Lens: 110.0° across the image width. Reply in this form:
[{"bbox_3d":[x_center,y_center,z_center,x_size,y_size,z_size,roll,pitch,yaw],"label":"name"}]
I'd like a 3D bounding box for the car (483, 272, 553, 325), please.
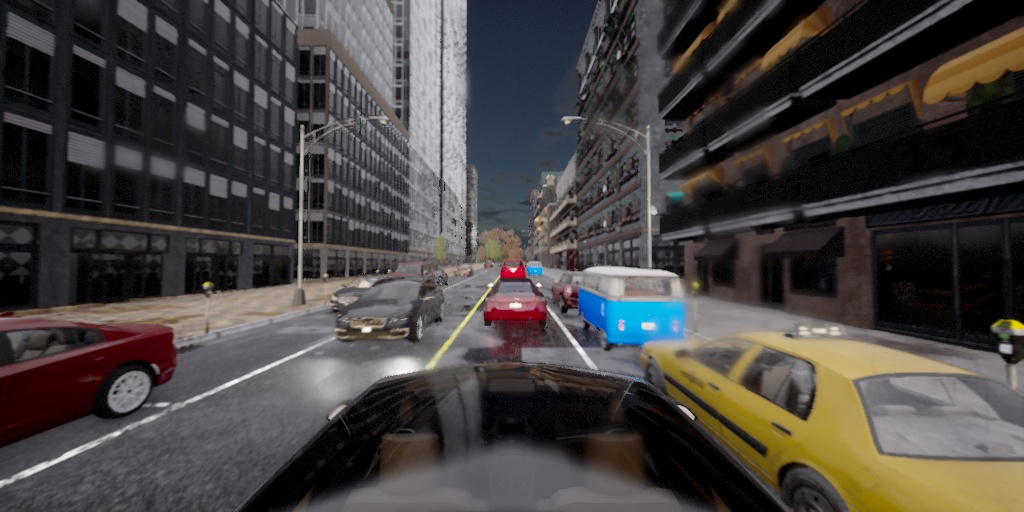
[{"bbox_3d":[0.098,1.433,12.424,1.994,1.385,4.181,0,-1,0],"label":"car"}]

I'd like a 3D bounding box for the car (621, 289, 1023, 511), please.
[{"bbox_3d":[2.690,1.293,3.441,1.751,1.417,4.829,0,0,0],"label":"car"}]

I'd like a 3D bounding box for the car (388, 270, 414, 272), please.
[{"bbox_3d":[-5.693,1.443,14.576,2.007,1.370,4.403,0,0,0],"label":"car"}]

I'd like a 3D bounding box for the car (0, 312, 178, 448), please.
[{"bbox_3d":[-5.691,1.312,3.263,1.888,1.381,4.507,0,0,0],"label":"car"}]

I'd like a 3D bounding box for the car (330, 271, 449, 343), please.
[{"bbox_3d":[-3.103,1.348,10.091,1.837,1.490,4.892,0,-1,0],"label":"car"}]

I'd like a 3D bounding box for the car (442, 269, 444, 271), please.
[{"bbox_3d":[-5.695,1.585,25.890,1.948,1.339,4.313,0,0,0],"label":"car"}]

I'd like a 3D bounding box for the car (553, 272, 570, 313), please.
[{"bbox_3d":[2.688,1.333,14.584,1.967,1.591,4.097,0,0,0],"label":"car"}]

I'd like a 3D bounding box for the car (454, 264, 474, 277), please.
[{"bbox_3d":[-5.698,1.648,42.861,1.967,1.591,4.097,0,0,0],"label":"car"}]

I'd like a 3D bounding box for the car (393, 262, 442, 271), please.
[{"bbox_3d":[-5.694,1.271,20.233,2.192,1.841,5.009,0,0,0],"label":"car"}]

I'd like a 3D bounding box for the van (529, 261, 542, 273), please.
[{"bbox_3d":[2.682,1.550,42.869,1.690,1.789,3.998,0,0,0],"label":"van"}]

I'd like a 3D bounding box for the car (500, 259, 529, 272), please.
[{"bbox_3d":[0.094,1.305,31.414,2.150,2.045,5.566,0,0,0],"label":"car"}]

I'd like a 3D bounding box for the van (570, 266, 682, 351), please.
[{"bbox_3d":[2.689,1.171,8.927,1.690,1.789,3.998,0,0,0],"label":"van"}]
